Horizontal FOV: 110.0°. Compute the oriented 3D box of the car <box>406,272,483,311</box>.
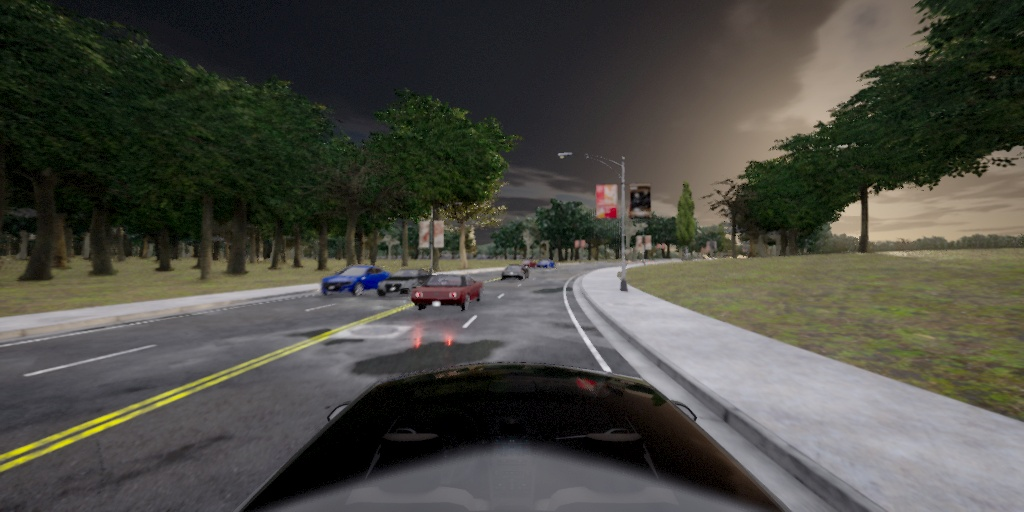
[{"bbox_3d":[-2.427,1.395,14.764,1.895,1.301,4.718,0,0,6],"label":"car"}]

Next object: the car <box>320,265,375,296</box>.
[{"bbox_3d":[-8.538,1.285,20.083,1.882,1.535,5.008,0,0,8],"label":"car"}]

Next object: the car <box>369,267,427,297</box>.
[{"bbox_3d":[-5.395,1.370,18.943,1.994,1.385,4.181,0,0,7],"label":"car"}]

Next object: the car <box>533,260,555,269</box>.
[{"bbox_3d":[5.552,1.360,58.512,1.882,1.535,5.008,-1,0,24],"label":"car"}]

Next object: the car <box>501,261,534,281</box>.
[{"bbox_3d":[0.398,1.414,32.090,1.994,1.385,4.181,0,0,12],"label":"car"}]

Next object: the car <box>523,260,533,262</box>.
[{"bbox_3d":[2.527,1.385,59.722,1.882,1.535,5.008,-1,0,24],"label":"car"}]
